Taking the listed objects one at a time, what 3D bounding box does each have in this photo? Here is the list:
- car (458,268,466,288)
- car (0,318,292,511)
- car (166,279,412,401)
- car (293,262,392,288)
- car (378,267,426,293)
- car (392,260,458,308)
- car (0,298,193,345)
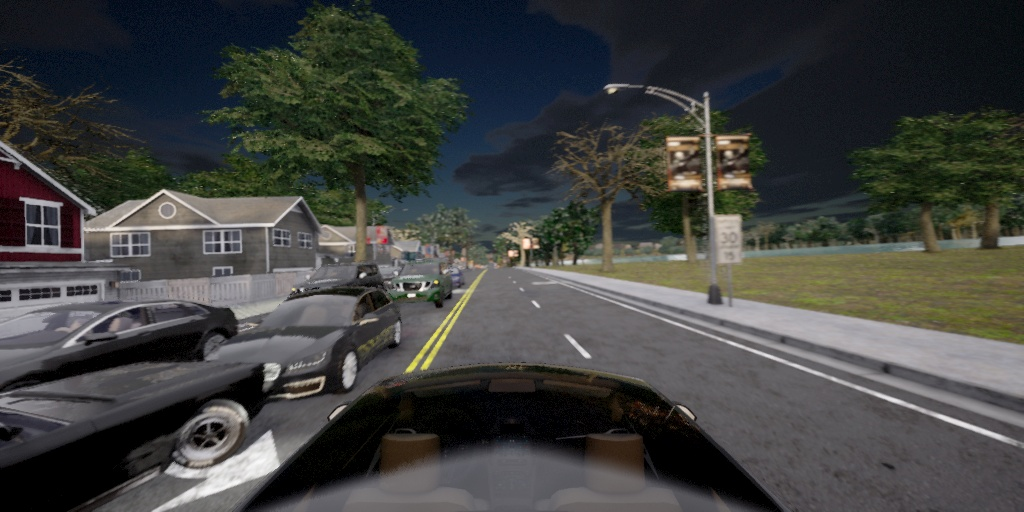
[{"bbox_3d":[-4.627,1.604,27.122,1.812,1.442,4.674,-2,0,-3],"label":"car"},{"bbox_3d":[-4.159,1.501,2.293,1.895,1.301,4.718,-2,0,11],"label":"car"},{"bbox_3d":[-3.481,1.410,6.947,1.837,1.490,4.892,-1,-1,-3],"label":"car"},{"bbox_3d":[-7.253,1.314,15.538,2.150,2.045,5.566,-2,0,-3],"label":"car"},{"bbox_3d":[-7.817,1.674,25.962,2.128,1.511,4.902,-2,0,-3],"label":"car"},{"bbox_3d":[-4.071,1.211,16.786,2.150,2.045,5.566,-2,0,-3],"label":"car"},{"bbox_3d":[-6.701,1.499,5.685,2.128,1.511,4.902,-2,0,-3],"label":"car"}]
